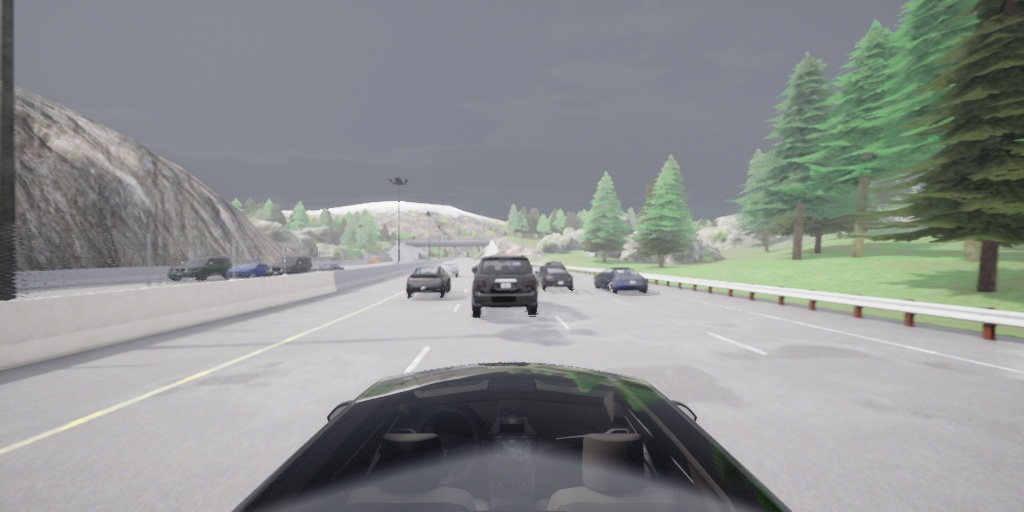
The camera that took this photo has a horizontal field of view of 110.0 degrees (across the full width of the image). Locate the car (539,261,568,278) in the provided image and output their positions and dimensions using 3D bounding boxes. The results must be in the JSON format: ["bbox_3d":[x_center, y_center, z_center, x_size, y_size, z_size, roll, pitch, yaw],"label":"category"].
[{"bbox_3d":[4.171,1.314,36.722,1.837,1.490,4.892,0,0,-8],"label":"car"}]

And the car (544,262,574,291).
[{"bbox_3d":[2.450,1.310,21.944,1.812,1.442,4.674,0,0,-6],"label":"car"}]

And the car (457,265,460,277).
[{"bbox_3d":[-6.499,1.360,37.337,1.812,1.442,4.674,0,0,-8],"label":"car"}]

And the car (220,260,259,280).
[{"bbox_3d":[-23.720,1.344,32.739,1.882,1.535,5.008,0,0,-8],"label":"car"}]

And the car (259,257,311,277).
[{"bbox_3d":[-20.207,1.077,32.863,2.150,2.045,5.566,0,0,-8],"label":"car"}]

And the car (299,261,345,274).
[{"bbox_3d":[-16.575,1.396,32.153,2.033,1.411,5.357,0,0,-8],"label":"car"}]

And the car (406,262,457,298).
[{"bbox_3d":[-4.270,1.285,18.878,2.128,1.511,4.902,0,0,-5],"label":"car"}]

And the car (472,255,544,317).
[{"bbox_3d":[-0.339,0.995,13.477,2.150,2.045,5.566,0,0,-3],"label":"car"}]

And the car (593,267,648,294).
[{"bbox_3d":[6.104,1.337,20.624,1.994,1.385,4.181,0,0,-5],"label":"car"}]

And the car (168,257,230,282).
[{"bbox_3d":[-27.087,1.090,31.520,2.150,2.045,5.566,0,0,-8],"label":"car"}]
